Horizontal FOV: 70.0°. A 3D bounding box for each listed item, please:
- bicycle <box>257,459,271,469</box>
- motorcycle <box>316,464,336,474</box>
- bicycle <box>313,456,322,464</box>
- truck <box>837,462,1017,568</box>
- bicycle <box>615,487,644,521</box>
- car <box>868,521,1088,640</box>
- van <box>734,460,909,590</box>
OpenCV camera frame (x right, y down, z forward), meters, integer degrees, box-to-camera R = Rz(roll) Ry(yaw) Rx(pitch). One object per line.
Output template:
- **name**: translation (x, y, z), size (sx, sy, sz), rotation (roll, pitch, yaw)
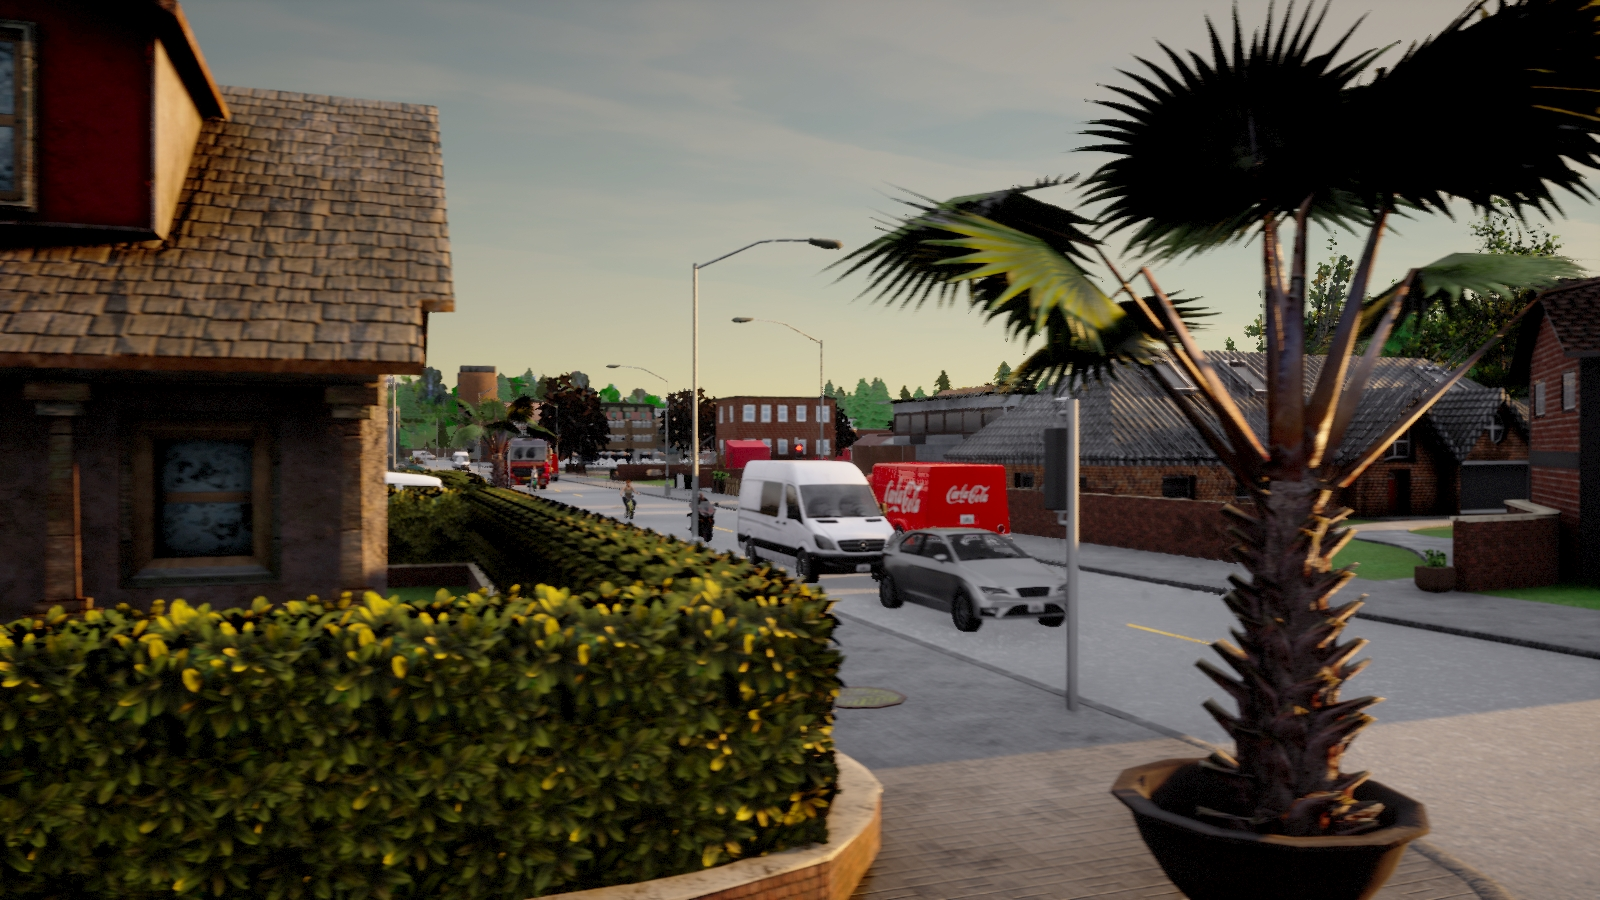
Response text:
- **bicycle**: translation (-78.197, 2.060, 166.561), size (1.835, 1.471, 0.329), rotation (0, 0, -20)
- **motorcycle**: translation (-54.107, 2.184, 130.464), size (2.033, 1.199, 0.803), rotation (1, 0, -20)
- **bicycle**: translation (-96.879, 2.056, 229.399), size (1.643, 1.496, 0.373), rotation (1, 0, -20)
- **truck**: translation (3.174, 1.565, 29.883), size (2.627, 2.467, 5.204), rotation (0, 0, -20)
- **bicycle**: translation (-6.816, 2.158, 45.575), size (0.859, 1.276, 1.487), rotation (0, 0, -20)
- **car**: translation (2.822, 2.066, 19.112), size (1.816, 1.474, 4.193), rotation (0, 0, -20)
- **van**: translation (0.305, 1.535, 26.081), size (1.988, 2.561, 5.915), rotation (0, 0, -20)
